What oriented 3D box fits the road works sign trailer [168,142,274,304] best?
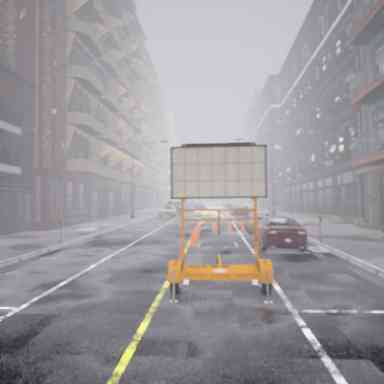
[{"bbox_3d":[0.680,0.568,8.424,2.380,3.560,2.880,-1,-1,4],"label":"road works sign trailer"}]

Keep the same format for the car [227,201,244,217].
[{"bbox_3d":[5.225,1.988,36.607,1.887,1.381,4.507,1,-1,4],"label":"car"}]

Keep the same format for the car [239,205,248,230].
[{"bbox_3d":[4.104,1.745,20.227,1.752,1.417,4.829,1,-1,4],"label":"car"}]

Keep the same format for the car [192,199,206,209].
[{"bbox_3d":[1.303,2.376,57.357,1.994,1.385,4.181,-1,-1,4],"label":"car"}]

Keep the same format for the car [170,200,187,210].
[{"bbox_3d":[-2.250,1.949,42.728,2.192,1.841,5.009,1,-1,4],"label":"car"}]

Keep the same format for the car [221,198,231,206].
[{"bbox_3d":[8.218,2.422,80.751,2.192,1.841,5.009,0,-1,4],"label":"car"}]

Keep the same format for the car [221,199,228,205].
[{"bbox_3d":[8.972,2.729,91.785,1.967,1.590,4.097,0,-1,4],"label":"car"}]

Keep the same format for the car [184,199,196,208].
[{"bbox_3d":[-0.361,2.361,70.312,2.192,1.841,5.009,1,-1,4],"label":"car"}]

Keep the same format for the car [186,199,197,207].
[{"bbox_3d":[0.017,2.448,75.828,2.192,1.841,5.009,1,-1,4],"label":"car"}]

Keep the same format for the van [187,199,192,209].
[{"bbox_3d":[-1.495,2.133,53.759,1.690,1.788,3.998,1,-1,4],"label":"van"}]

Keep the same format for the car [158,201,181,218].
[{"bbox_3d":[-2.643,2.080,37.038,1.752,1.417,4.829,1,-1,4],"label":"car"}]

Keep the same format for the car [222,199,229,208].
[{"bbox_3d":[6.738,2.306,58.677,1.887,1.381,4.507,0,-1,4],"label":"car"}]

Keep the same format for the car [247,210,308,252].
[{"bbox_3d":[3.714,1.691,14.538,1.887,1.381,4.507,1,-1,4],"label":"car"}]

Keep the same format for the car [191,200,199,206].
[{"bbox_3d":[0.770,2.876,86.860,1.947,1.339,4.313,1,-1,4],"label":"car"}]

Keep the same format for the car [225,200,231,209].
[{"bbox_3d":[5.603,2.071,42.125,2.008,1.369,4.403,1,-1,4],"label":"car"}]
